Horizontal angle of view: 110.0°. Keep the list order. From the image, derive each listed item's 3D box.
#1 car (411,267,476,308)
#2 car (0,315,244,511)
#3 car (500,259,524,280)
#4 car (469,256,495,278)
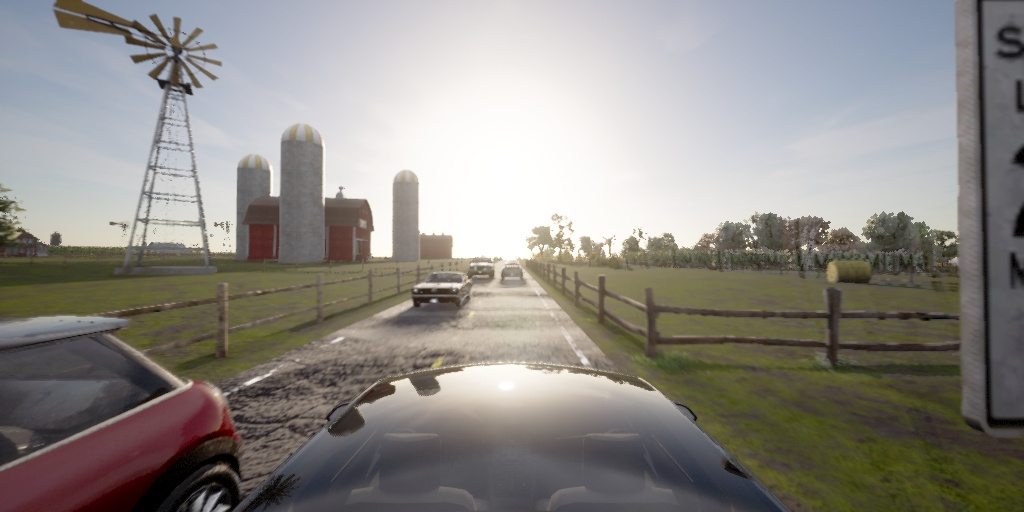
[{"bbox_3d":[-2.840,1.340,15.354,1.895,1.301,4.718,0,0,0],"label":"car"},{"bbox_3d":[-2.843,1.103,0.451,2.097,1.767,4.553,0,0,0],"label":"car"},{"bbox_3d":[0.016,1.226,30.628,2.128,1.511,4.902,0,0,0],"label":"car"},{"bbox_3d":[-2.751,1.033,33.721,2.150,2.045,5.566,0,0,0],"label":"car"}]
